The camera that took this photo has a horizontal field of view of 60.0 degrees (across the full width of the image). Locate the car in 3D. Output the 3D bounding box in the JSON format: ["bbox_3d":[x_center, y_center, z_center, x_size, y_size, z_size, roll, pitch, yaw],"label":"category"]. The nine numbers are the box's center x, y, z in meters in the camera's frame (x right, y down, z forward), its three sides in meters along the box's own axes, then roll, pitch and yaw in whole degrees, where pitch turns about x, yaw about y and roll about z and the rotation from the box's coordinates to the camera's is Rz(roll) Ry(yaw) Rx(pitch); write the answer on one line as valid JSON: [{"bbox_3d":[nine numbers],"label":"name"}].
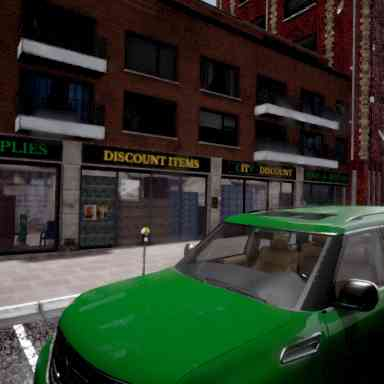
[{"bbox_3d":[1.269,1.224,3.848,5.566,2.045,2.150,0,0,-35],"label":"car"}]
